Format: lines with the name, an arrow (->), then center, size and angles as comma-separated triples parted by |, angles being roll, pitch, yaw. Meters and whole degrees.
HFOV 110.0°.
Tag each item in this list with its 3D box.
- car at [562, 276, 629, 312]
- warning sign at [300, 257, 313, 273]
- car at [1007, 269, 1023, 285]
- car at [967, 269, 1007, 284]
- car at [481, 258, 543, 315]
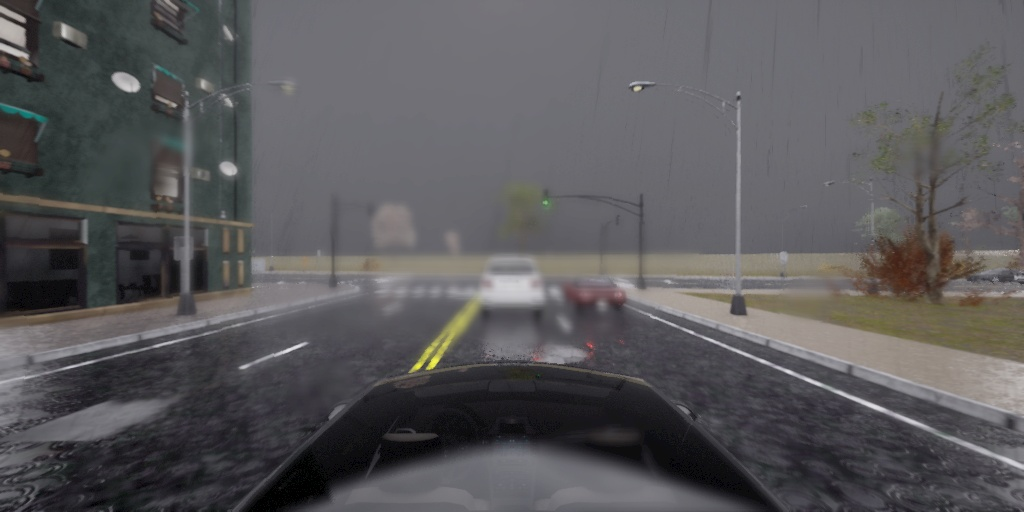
car -> 3.271, 1.483, 15.094 | 1.895, 1.301, 4.718 | 0, -1, 0
warning sign -> -23.465, 0.981, 40.784 | 1.060, 1.860, 1.300 | 0, 0, 1
car -> 49.933, 1.726, 32.826 | 5.566, 2.045, 2.150 | 1, 0, 2
car -> 49.049, 2.002, 36.108 | 4.892, 1.490, 1.837 | 1, 0, 2
car -> 0.012, 1.100, 14.377 | 2.150, 2.045, 5.566 | 0, 0, 0
